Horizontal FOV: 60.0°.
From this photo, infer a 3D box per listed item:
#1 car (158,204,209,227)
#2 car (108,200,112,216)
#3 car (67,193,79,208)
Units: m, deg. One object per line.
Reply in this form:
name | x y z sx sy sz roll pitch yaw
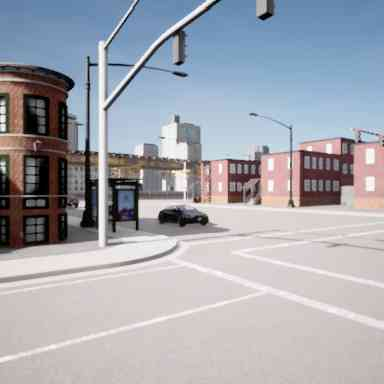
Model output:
car | -0.671 1.561 22.977 1.994 1.385 4.181 0 0 -35
car | -7.908 1.523 33.203 1.812 1.442 4.674 0 0 -35
car | -17.947 1.207 47.496 2.150 2.045 5.566 0 0 -35
